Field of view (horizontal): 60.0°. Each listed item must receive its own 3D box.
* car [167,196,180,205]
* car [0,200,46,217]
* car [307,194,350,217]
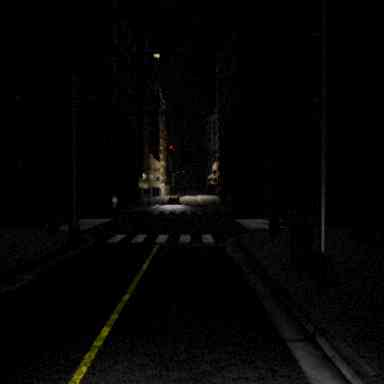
[{"bbox_3d":[-2.756,1.253,50.308,1.895,1.301,4.718,0,1,0],"label":"car"},{"bbox_3d":[-14.537,1.368,27.819,4.313,1.339,1.947,0,1,0],"label":"car"},{"bbox_3d":[12.346,1.095,27.781,5.009,1.841,2.192,0,1,0],"label":"car"}]
